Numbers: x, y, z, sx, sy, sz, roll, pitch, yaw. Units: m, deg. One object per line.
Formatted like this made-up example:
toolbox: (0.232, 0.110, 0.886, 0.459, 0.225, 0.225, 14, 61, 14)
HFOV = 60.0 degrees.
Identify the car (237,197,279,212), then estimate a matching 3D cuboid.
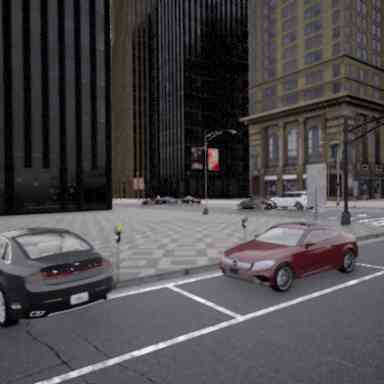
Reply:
car: (6.900, 1.388, 36.247, 1.994, 1.385, 4.181, -1, 0, -35)

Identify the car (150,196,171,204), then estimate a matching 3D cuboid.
car: (-6.314, 1.587, 66.298, 1.837, 1.490, 4.892, -1, 0, -35)

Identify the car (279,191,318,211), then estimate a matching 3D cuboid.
car: (11.005, 0.972, 36.456, 2.150, 2.045, 5.566, -1, 0, -36)

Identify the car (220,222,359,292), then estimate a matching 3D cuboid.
car: (2.634, 1.458, 8.525, 4.206, 1.307, 1.802, -1, 1, -35)

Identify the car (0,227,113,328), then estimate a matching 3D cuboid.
car: (-3.200, 1.370, 6.497, 2.008, 1.369, 4.403, -2, 1, -45)

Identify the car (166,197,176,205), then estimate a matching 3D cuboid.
car: (-4.292, 1.538, 57.938, 2.128, 1.511, 4.902, -1, 0, -35)

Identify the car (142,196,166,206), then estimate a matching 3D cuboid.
car: (-6.781, 1.651, 55.679, 1.994, 1.385, 4.181, -1, 0, -35)

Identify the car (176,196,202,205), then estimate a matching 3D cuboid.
car: (-0.265, 1.483, 57.852, 1.837, 1.490, 4.892, -1, 0, -35)
